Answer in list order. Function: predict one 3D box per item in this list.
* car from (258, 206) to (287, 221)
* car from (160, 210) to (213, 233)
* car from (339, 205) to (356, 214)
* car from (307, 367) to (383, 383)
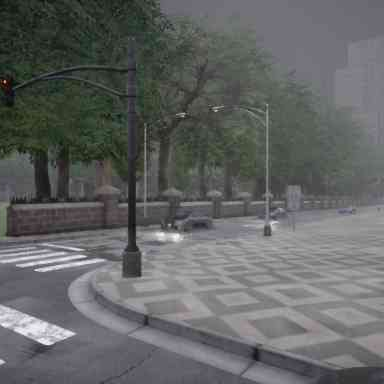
[{"bbox_3d":[8.687,2.260,35.650,1.812,1.442,4.674,0,-1,35],"label":"car"},{"bbox_3d":[-0.288,1.974,22.906,1.994,1.385,4.181,0,-1,35],"label":"car"},{"bbox_3d":[24.865,2.781,53.091,2.033,1.411,5.357,0,-1,34],"label":"car"},{"bbox_3d":[2.466,1.551,1.209,4.403,1.369,2.008,0,0,35],"label":"car"}]
